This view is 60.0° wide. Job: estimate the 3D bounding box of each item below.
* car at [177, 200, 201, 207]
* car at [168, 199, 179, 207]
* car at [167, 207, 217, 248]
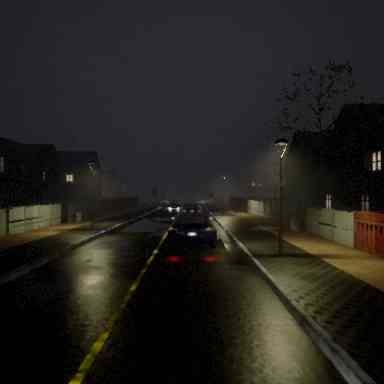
[{"bbox_3d":[-0.001,1.604,29.653,2.033,1.411,5.357,0,0,0],"label":"car"},{"bbox_3d":[-2.750,1.759,53.653,2.033,1.411,5.357,0,0,0],"label":"car"},{"bbox_3d":[0.000,1.571,14.650,1.994,1.385,4.181,0,0,0],"label":"car"}]
